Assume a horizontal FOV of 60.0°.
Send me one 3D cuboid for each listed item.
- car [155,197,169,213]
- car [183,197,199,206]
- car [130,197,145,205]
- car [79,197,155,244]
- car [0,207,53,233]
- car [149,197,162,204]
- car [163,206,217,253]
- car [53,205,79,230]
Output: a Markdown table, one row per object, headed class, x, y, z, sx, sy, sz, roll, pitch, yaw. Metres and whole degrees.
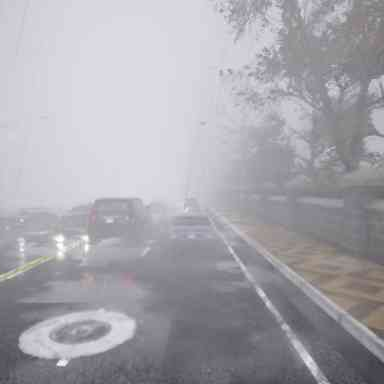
| class | x | y | z | sx | sy | sz | roll | pitch | yaw |
| --- | --- | --- | --- | --- | --- | --- | --- | --- | --- |
| car | -3.351 | 1.555 | 33.235 | 2.033 | 1.411 | 5.357 | 0 | 0 | 0 |
| car | -0.146 | 1.501 | 44.346 | 1.837 | 1.490 | 4.892 | 0 | 0 | 0 |
| car | -10.087 | 1.597 | 61.758 | 1.994 | 1.385 | 4.181 | 0 | 0 | 0 |
| car | -3.281 | 1.230 | 15.898 | 2.150 | 2.045 | 5.566 | 0 | 0 | 0 |
| car | -9.993 | 1.634 | 20.266 | 1.895 | 1.301 | 4.718 | 0 | 0 | 0 |
| car | -6.834 | 1.621 | 63.036 | 1.895 | 1.301 | 4.718 | 0 | 0 | 0 |
| car | -0.024 | 1.543 | 13.616 | 2.033 | 1.411 | 5.357 | 0 | 0 | 0 |
| car | -6.746 | 1.498 | 21.248 | 1.882 | 1.535 | 5.008 | 0 | 0 | 0 |
